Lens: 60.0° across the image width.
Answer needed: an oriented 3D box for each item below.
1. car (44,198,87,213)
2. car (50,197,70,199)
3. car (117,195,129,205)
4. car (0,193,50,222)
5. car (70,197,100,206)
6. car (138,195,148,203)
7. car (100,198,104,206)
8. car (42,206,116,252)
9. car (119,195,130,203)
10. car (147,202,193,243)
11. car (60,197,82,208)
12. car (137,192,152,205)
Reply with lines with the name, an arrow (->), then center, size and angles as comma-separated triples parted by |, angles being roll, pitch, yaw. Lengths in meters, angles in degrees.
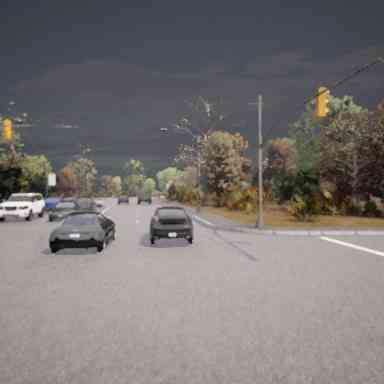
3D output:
car -> -9.610, 1.426, 25.650 | 1.812, 1.442, 4.674 | 0, 0, -9
car -> -14.876, 1.345, 35.917 | 1.882, 1.535, 5.008 | 0, 0, -10
car -> -11.447, 1.338, 55.680 | 1.837, 1.490, 4.892 | 0, 0, -11
car -> -13.235, 1.127, 26.173 | 2.150, 2.045, 5.566 | 0, 0, -9
car -> -11.127, 1.369, 34.780 | 1.837, 1.490, 4.892 | 0, 0, -10
car -> -9.918, 1.342, 66.550 | 1.837, 1.490, 4.892 | 0, 0, -10
car -> -12.962, 1.443, 44.827 | 1.895, 1.301, 4.718 | 0, 0, -11
car -> -4.353, 1.509, 13.765 | 1.994, 1.385, 4.181 | 0, 0, -6
car -> -13.360, 1.342, 65.917 | 2.128, 1.511, 4.902 | 0, 0, -10
car -> -1.026, 1.435, 15.620 | 1.837, 1.490, 4.892 | 0, 0, -6
car -> -16.801, 1.397, 46.295 | 2.033, 1.411, 5.357 | 0, 0, -11
car -> -8.014, 1.045, 56.358 | 2.150, 2.045, 5.566 | 0, 0, -11
